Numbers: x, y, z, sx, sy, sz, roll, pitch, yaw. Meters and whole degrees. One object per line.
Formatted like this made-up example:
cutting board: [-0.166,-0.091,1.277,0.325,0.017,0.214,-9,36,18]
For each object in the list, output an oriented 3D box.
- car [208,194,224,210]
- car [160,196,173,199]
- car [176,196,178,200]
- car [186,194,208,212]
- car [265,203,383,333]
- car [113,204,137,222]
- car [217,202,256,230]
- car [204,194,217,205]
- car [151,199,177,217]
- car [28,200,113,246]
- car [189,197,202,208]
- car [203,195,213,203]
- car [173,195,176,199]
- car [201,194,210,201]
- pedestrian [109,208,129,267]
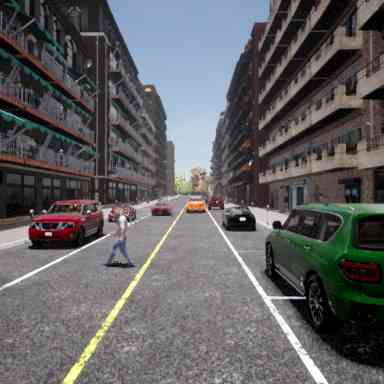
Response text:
car: [3.095,1.330,43.144,2.192,1.841,5.009,1,0,1]
car: [-5.136,1.575,59.956,2.008,1.369,4.403,1,0,1]
car: [-4.833,1.572,93.192,1.752,1.417,4.829,1,0,1]
car: [0.441,1.364,38.249,2.097,1.767,4.553,0,0,1]
car: [3.062,1.227,6.901,2.150,2.045,5.566,0,0,1]
car: [-5.440,1.590,26.550,1.802,1.307,4.206,1,0,1]
car: [2.889,1.572,20.873,1.947,1.339,4.313,1,0,1]
car: [3.247,1.339,59.847,2.192,1.841,5.009,1,0,1]
car: [-2.811,1.611,31.948,1.895,1.301,4.718,0,0,1]
car: [-5.538,1.319,15.415,2.192,1.841,5.009,1,0,1]
car: [0.536,1.496,49.643,1.882,1.535,5.008,0,0,1]
car: [3.346,1.471,70.983,1.967,1.590,4.097,1,0,1]
car: [-5.036,1.556,70.923,1.752,1.417,4.829,1,0,1]
car: [3.500,1.358,87.686,2.192,1.841,5.009,1,0,1]
pedestrian: [-2.175,1.295,9.936,0.375,1.860,0.375,1,-1,-2]
